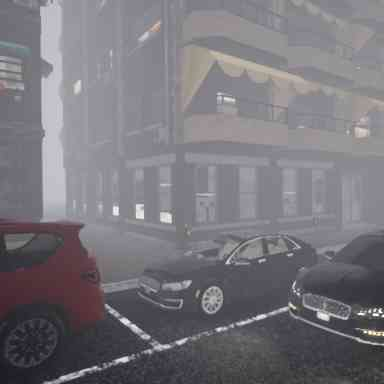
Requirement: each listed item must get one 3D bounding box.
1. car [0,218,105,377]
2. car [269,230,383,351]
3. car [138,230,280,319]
[{"bbox_3d":[-3.582,1.315,4.009,5.009,1.841,2.192,0,-1,-35],"label":"car"},{"bbox_3d":[3.826,1.504,6.102,4.892,1.490,1.837,0,0,-35],"label":"car"},{"bbox_3d":[0.974,1.550,7.271,4.403,1.369,2.008,0,-1,-35],"label":"car"}]
